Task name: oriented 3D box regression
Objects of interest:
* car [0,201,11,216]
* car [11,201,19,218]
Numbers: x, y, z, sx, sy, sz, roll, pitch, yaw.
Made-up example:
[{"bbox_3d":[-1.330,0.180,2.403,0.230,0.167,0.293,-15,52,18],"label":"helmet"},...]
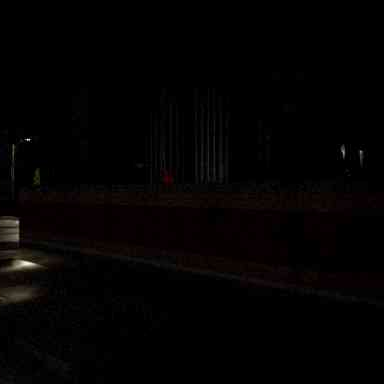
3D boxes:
[{"bbox_3d":[-16.407,1.547,29.086,2.128,1.511,4.902,0,0,37],"label":"car"},{"bbox_3d":[-12.249,1.603,28.808,2.033,1.411,5.357,0,0,37],"label":"car"}]
